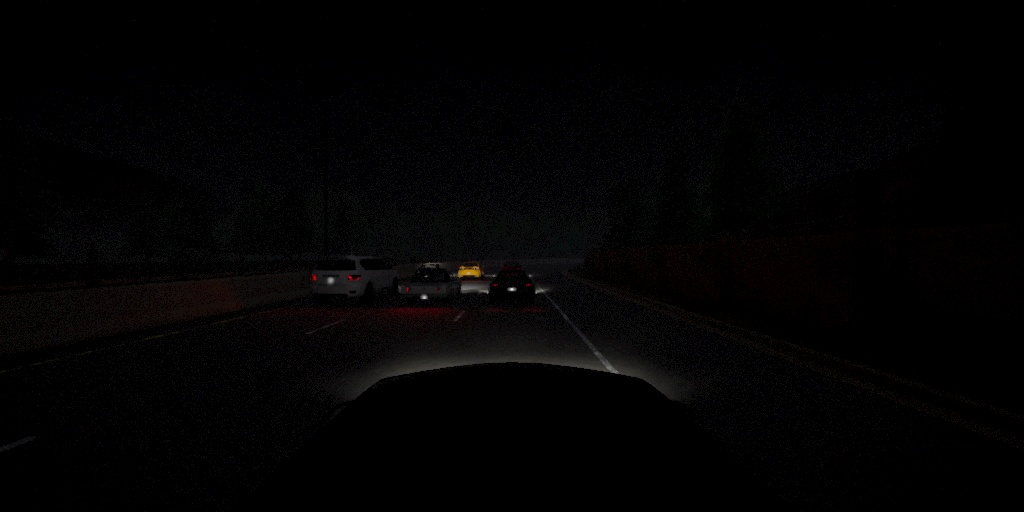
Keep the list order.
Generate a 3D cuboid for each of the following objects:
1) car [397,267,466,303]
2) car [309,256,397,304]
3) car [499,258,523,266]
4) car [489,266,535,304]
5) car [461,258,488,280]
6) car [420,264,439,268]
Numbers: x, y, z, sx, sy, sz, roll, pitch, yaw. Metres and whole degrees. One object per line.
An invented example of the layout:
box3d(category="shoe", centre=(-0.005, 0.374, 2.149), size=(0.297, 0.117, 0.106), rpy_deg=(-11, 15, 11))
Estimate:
box3d(category="car", centre=(-3.500, 1.363, 16.530), size=(1.895, 1.301, 4.718), rpy_deg=(0, 0, 0))
box3d(category="car", centre=(-7.000, 1.005, 16.530), size=(2.150, 2.045, 5.566), rpy_deg=(0, 0, 0))
box3d(category="car", centre=(0.000, 1.232, 31.500), size=(1.882, 1.535, 5.008), rpy_deg=(0, 0, 0))
box3d(category="car", centre=(0.000, 1.320, 16.500), size=(1.994, 1.385, 4.181), rpy_deg=(0, 0, 0))
box3d(category="car", centre=(-3.500, 1.232, 31.500), size=(1.882, 1.535, 5.008), rpy_deg=(0, 0, 0))
box3d(category="car", centre=(-7.000, 1.364, 31.530), size=(1.895, 1.301, 4.718), rpy_deg=(0, 0, 0))
